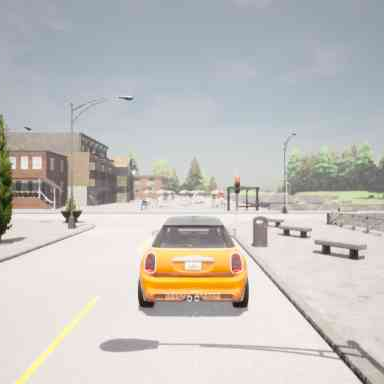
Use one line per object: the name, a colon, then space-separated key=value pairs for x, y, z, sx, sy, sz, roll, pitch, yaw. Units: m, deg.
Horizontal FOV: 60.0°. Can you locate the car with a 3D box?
car: x=0.043 y=1.352 z=8.119 sx=2.097 sy=1.767 sz=4.553 roll=0 pitch=0 yaw=1
